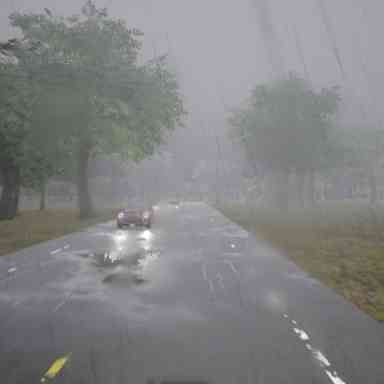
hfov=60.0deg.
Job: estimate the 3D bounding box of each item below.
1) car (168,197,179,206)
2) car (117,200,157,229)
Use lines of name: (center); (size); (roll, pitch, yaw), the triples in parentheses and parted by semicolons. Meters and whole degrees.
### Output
car: (-3.554, 1.814, 63.761); (1.837, 1.490, 4.892); (0, -1, 1)
car: (-3.610, 1.435, 22.389); (2.097, 1.767, 4.553); (0, 0, 0)
